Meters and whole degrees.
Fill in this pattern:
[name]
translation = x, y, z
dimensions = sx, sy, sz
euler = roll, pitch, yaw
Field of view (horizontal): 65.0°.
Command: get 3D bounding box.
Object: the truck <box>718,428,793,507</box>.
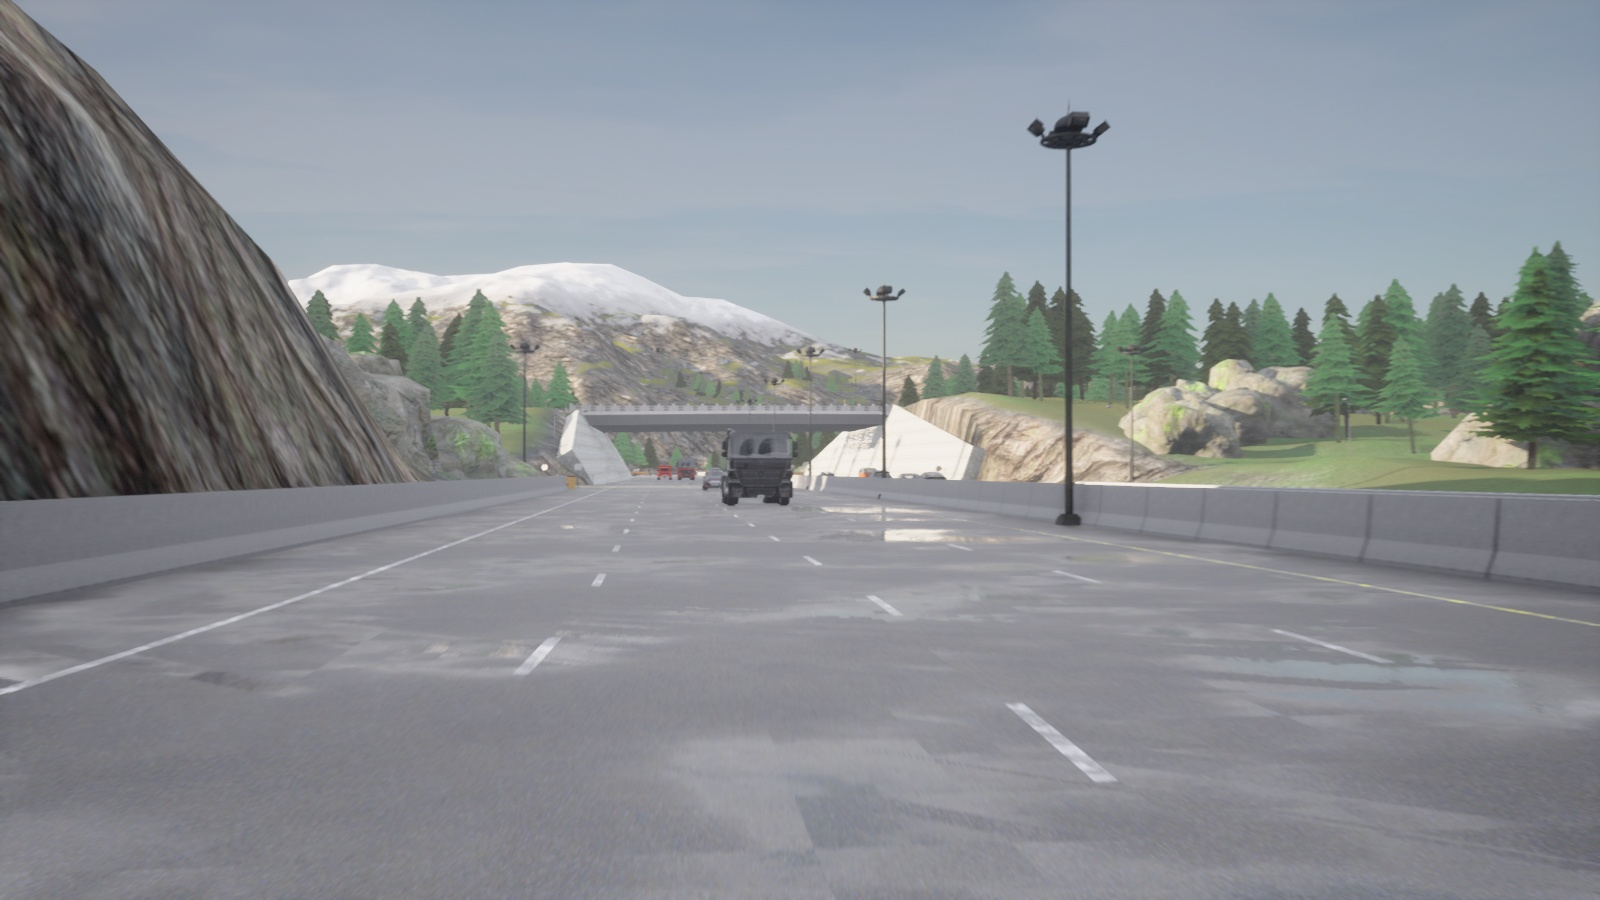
[truck]
translation = -2.185, 0.826, 58.747
dimensions = 2.891, 3.462, 7.936
euler = 0, -1, -6
